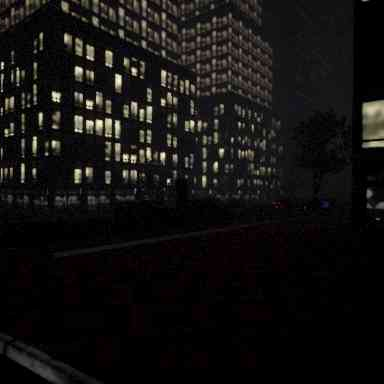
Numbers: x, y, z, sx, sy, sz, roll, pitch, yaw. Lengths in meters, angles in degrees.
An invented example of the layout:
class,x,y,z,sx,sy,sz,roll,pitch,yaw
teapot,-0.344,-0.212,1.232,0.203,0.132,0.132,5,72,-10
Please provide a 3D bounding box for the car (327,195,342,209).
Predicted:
class,x,y,z,sx,sy,sz,roll,pitch,yaw
car,20.105,1.663,49.232,1.882,1.535,5.008,1,0,39

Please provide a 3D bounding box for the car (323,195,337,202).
class,x,y,z,sx,sy,sz,roll,pitch,yaw
car,32.600,1.599,78.295,1.967,1.590,4.097,1,0,39

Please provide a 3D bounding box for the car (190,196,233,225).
class,x,y,z,sx,sy,sz,roll,pitch,yaw
car,0.690,1.429,25.545,2.192,1.841,5.009,1,0,39

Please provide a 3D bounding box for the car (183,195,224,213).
class,x,y,z,sx,sy,sz,roll,pitch,yaw
car,1.437,1.358,39.158,2.192,1.841,5.009,1,0,39

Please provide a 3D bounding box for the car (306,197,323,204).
class,x,y,z,sx,sy,sz,roll,pitch,yaw
car,25.673,1.683,69.598,2.008,1.369,4.403,1,0,39

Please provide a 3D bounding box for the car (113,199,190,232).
class,x,y,z,sx,sy,sz,roll,pitch,yaw
car,-2.697,1.419,21.138,2.192,1.841,5.009,1,0,39

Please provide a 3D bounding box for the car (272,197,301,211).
class,x,y,z,sx,sy,sz,roll,pitch,yaw
car,12.316,1.633,44.208,1.837,1.490,4.892,1,0,39

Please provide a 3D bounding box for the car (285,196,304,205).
class,x,y,z,sx,sy,sz,roll,pitch,yaw
car,18.749,1.545,60.901,1.967,1.590,4.097,1,0,39

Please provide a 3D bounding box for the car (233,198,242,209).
class,x,y,z,sx,sy,sz,roll,pitch,yaw
car,4.899,1.495,43.507,1.967,1.590,4.097,1,0,39

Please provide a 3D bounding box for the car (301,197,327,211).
class,x,y,z,sx,sy,sz,roll,pitch,yaw
car,15.749,1.673,43.752,1.837,1.490,4.892,1,0,39

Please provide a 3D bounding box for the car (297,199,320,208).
class,x,y,z,sx,sy,sz,roll,pitch,yaw
car,18.058,1.751,51.502,1.895,1.301,4.718,1,0,39
